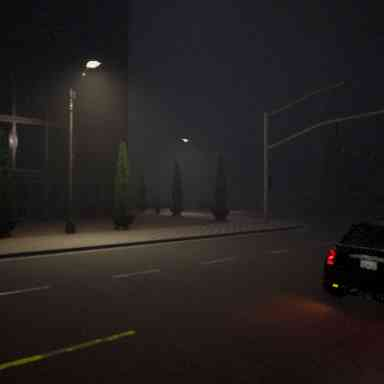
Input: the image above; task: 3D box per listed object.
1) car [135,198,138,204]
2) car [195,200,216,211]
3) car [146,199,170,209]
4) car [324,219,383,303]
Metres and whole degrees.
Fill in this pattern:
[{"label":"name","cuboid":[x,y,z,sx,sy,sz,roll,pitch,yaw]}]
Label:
[{"label":"car","cuboid":[-11.101,1.666,62.091,1.812,1.442,4.674,0,0,-36]},{"label":"car","cuboid":[2.197,1.705,43.651,1.994,1.385,4.181,0,0,-36]},{"label":"car","cuboid":[-4.937,1.693,47.519,1.994,1.385,4.181,0,0,-36]},{"label":"car","cuboid":[5.003,1.378,7.431,4.553,1.767,2.097,0,0,-36]}]
